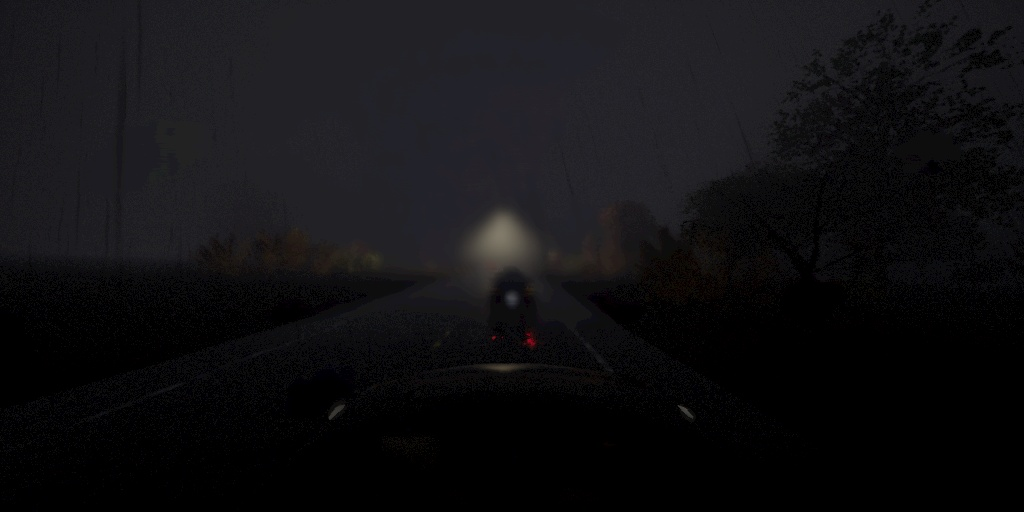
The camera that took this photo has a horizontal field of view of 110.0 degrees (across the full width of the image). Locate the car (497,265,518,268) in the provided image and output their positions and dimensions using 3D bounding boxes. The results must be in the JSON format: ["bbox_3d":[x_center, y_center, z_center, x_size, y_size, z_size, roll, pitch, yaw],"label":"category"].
[{"bbox_3d":[0.008,1.617,30.368,1.994,1.385,4.181,0,-1,1],"label":"car"}]

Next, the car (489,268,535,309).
[{"bbox_3d":[0.016,1.422,15.751,1.812,1.442,4.674,0,0,0],"label":"car"}]
